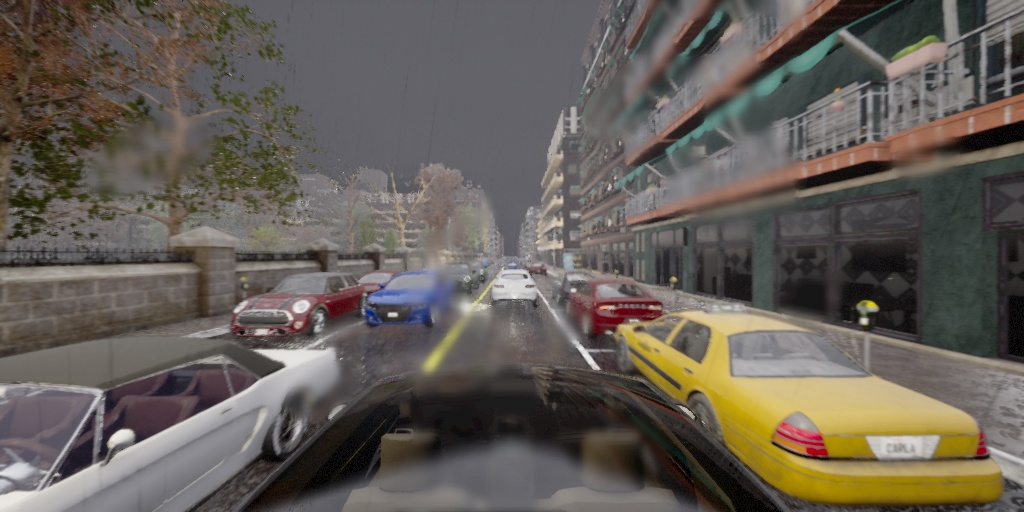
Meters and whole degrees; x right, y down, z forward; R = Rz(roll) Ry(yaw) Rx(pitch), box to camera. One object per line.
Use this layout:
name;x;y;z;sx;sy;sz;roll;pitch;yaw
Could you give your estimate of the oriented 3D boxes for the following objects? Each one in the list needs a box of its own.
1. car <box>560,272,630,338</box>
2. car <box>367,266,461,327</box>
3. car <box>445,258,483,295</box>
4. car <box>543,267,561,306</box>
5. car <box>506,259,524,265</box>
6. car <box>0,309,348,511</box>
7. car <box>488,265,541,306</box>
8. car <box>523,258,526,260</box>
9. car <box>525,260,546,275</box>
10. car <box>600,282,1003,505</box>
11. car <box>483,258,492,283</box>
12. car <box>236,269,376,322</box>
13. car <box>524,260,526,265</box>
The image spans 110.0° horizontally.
car;2.690;1.314;10.143;1.888;1.381;4.507;0;0;0
car;-3.088;1.250;11.780;1.882;1.535;5.008;0;0;0
car;-3.000;1.143;19.814;2.097;1.767;4.553;0;0;0
car;2.690;1.332;15.679;2.007;1.370;4.403;0;0;0
car;0.093;1.364;39.312;1.812;1.442;4.674;0;0;0
car;-3.091;1.352;2.235;1.895;1.301;4.718;0;0;0
car;0.101;1.308;15.884;1.812;1.442;4.674;0;0;0
car;2.691;1.445;54.425;1.948;1.339;4.313;0;0;0
car;2.691;1.380;37.819;1.888;1.381;4.507;0;0;0
car;2.690;1.282;4.779;1.751;1.417;4.829;0;0;0
car;-3.007;1.163;28.281;2.097;1.767;4.553;0;0;0
car;-5.690;1.208;10.143;1.967;1.591;4.097;0;0;0
car;2.691;1.395;43.354;1.888;1.381;4.507;0;0;0
